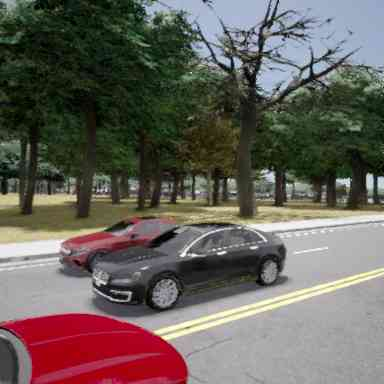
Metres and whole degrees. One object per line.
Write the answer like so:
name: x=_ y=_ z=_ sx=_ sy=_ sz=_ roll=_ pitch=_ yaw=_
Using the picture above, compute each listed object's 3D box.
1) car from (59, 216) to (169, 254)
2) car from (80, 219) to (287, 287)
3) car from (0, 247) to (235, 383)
car: x=-1.684 y=1.527 z=10.469 sx=4.674 sy=1.442 sz=1.812 roll=0 pitch=0 yaw=-36
car: x=0.177 y=1.506 z=7.804 sx=4.892 sy=1.490 sz=1.837 roll=0 pitch=0 yaw=-36
car: x=-2.283 y=1.477 z=1.805 sx=5.008 sy=1.535 sz=1.882 roll=0 pitch=0 yaw=-36
